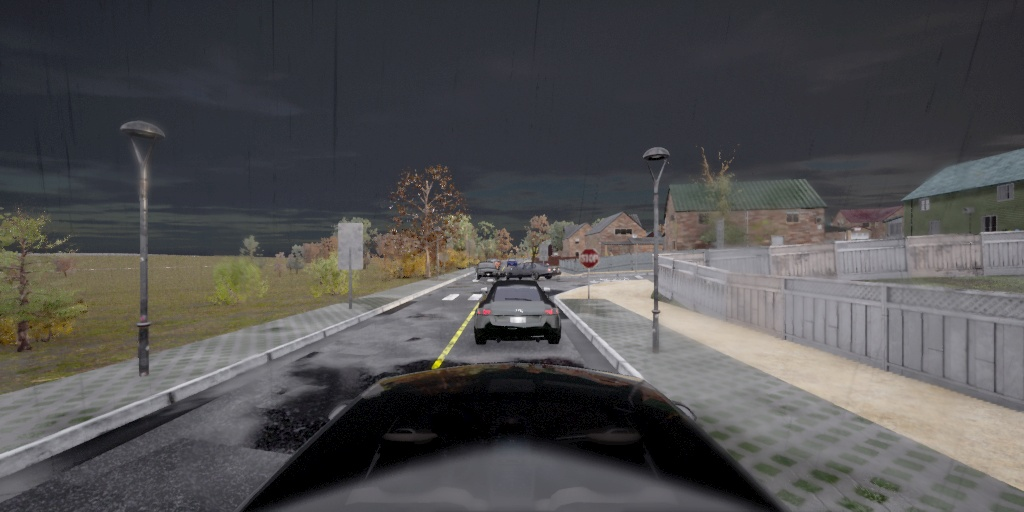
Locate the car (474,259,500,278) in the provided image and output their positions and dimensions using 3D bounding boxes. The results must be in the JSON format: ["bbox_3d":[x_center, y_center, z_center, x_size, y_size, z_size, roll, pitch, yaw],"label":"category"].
[{"bbox_3d":[-2.251,1.258,31.470,1.837,1.490,4.892,0,0,-8],"label":"car"}]

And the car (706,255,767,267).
[{"bbox_3d":[14.387,0.413,22.935,4.181,1.385,1.994,-3,0,16],"label":"car"}]

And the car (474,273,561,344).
[{"bbox_3d":[0.102,1.313,9.545,1.994,1.385,4.181,0,0,-1],"label":"car"}]

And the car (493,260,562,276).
[{"bbox_3d":[1.337,1.198,28.559,5.357,1.411,2.033,-4,-3,43],"label":"car"}]

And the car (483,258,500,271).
[{"bbox_3d":[-2.847,1.121,51.288,2.097,1.767,4.553,0,0,1],"label":"car"}]

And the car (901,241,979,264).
[{"bbox_3d":[23.888,-0.208,20.514,4.902,1.511,2.128,-3,0,14],"label":"car"}]
